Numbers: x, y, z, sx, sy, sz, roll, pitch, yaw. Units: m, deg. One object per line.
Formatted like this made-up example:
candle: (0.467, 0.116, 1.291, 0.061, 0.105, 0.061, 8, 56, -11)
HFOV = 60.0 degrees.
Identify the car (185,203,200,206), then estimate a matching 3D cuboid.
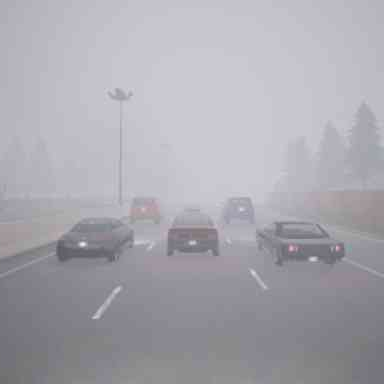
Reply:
car: (0.057, 1.692, 28.150, 1.812, 1.442, 4.674, 0, 0, 0)

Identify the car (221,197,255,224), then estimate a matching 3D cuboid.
car: (3.539, 1.379, 26.312, 2.150, 2.045, 5.566, 0, 0, 0)

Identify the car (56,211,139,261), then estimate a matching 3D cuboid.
car: (-3.457, 1.639, 12.586, 1.994, 1.385, 4.181, 0, 0, 0)

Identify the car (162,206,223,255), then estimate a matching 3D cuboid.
car: (0.051, 1.559, 13.659, 1.882, 1.535, 5.008, 0, 0, 1)

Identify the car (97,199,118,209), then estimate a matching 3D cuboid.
car: (-13.463, 1.840, 53.292, 1.812, 1.442, 4.674, 0, 0, 6)

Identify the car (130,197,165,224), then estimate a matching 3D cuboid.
car: (-3.461, 1.379, 26.315, 2.150, 2.045, 5.566, 0, 0, 0)

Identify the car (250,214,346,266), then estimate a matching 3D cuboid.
car: (3.534, 1.672, 11.862, 1.895, 1.301, 4.718, 0, 0, 0)

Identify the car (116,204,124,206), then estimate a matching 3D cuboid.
car: (-10.005, 1.801, 52.729, 2.128, 1.511, 4.902, 0, 0, 5)
